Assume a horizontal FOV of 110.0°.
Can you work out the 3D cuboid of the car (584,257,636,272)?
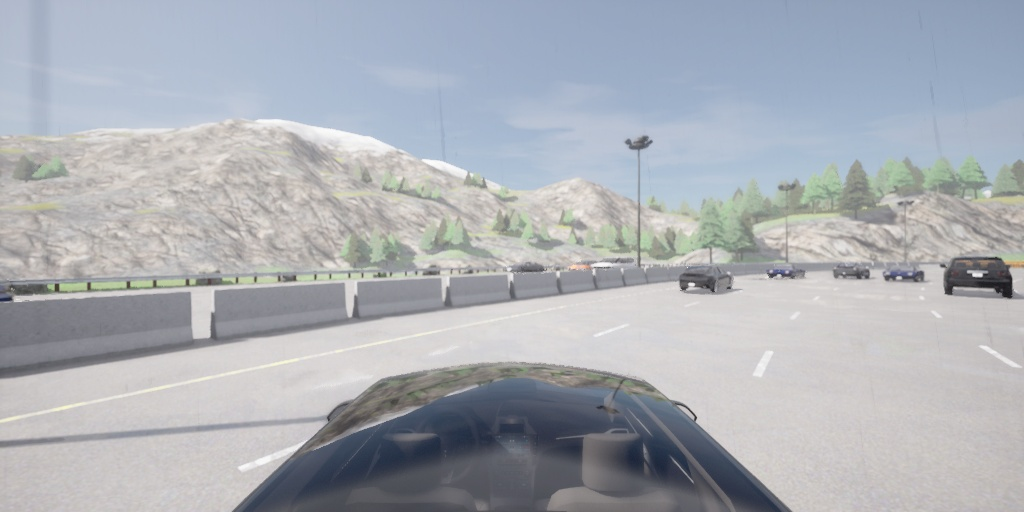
[{"bbox_3d":[9.647,1.065,34.056,5.566,2.045,2.150,0,0,-41],"label":"car"}]

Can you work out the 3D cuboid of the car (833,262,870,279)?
[{"bbox_3d":[31.339,1.340,33.086,4.902,1.511,2.128,0,0,-35],"label":"car"}]

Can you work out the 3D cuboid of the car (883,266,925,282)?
[{"bbox_3d":[32.288,1.439,29.485,4.718,1.301,1.895,0,0,-35],"label":"car"}]

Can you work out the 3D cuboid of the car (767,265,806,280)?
[{"bbox_3d":[25.490,1.447,33.160,4.718,1.301,1.895,0,0,-37],"label":"car"}]

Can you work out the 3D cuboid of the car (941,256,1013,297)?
[{"bbox_3d":[25.167,1.032,19.506,5.566,2.045,2.150,0,0,-40],"label":"car"}]

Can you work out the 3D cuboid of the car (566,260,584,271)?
[{"bbox_3d":[7.539,1.201,36.836,4.553,1.767,2.097,0,0,-41],"label":"car"}]

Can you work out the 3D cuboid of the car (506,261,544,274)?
[{"bbox_3d":[1.492,1.350,40.832,4.902,1.511,2.128,0,0,-42],"label":"car"}]

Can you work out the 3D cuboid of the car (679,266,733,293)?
[{"bbox_3d":[11.616,1.314,21.372,4.892,1.490,1.837,0,0,-44],"label":"car"}]

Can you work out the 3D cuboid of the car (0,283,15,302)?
[{"bbox_3d":[-20.532,1.317,11.514,2.033,1.411,5.357,0,0,36],"label":"car"}]
